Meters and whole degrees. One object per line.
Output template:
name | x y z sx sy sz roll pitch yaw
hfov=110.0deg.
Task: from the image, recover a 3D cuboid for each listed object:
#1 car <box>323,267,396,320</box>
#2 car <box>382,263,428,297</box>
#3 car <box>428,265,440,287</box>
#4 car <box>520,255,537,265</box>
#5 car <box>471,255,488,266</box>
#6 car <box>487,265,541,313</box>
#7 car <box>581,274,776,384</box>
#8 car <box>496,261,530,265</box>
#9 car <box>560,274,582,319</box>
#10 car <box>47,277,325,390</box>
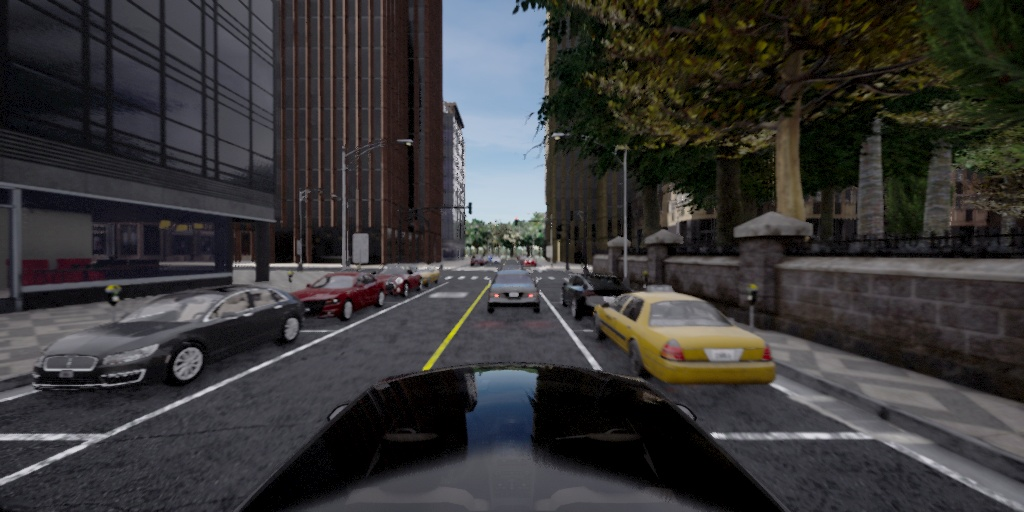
car | -5.764 1.241 12.278 1.888 1.381 4.507 0 0 0
car | -5.768 1.103 17.735 1.967 1.591 4.097 0 0 0
car | -5.771 1.157 23.021 1.751 1.417 4.829 0 0 0
car | 2.733 0.879 55.166 1.967 1.591 4.097 0 0 0
car | -5.796 0.737 60.598 2.192 1.841 5.009 0 0 0
car | 0.065 1.227 13.618 2.033 1.411 5.357 0 0 0
car | 2.764 1.241 6.999 1.751 1.417 4.829 0 0 0
car | -0.010 1.220 23.898 1.895 1.301 4.718 0 0 0
car | 2.761 1.249 12.285 1.948 1.339 4.313 0 0 0
car | -5.761 1.278 6.821 2.007 1.370 4.403 0 0 0
